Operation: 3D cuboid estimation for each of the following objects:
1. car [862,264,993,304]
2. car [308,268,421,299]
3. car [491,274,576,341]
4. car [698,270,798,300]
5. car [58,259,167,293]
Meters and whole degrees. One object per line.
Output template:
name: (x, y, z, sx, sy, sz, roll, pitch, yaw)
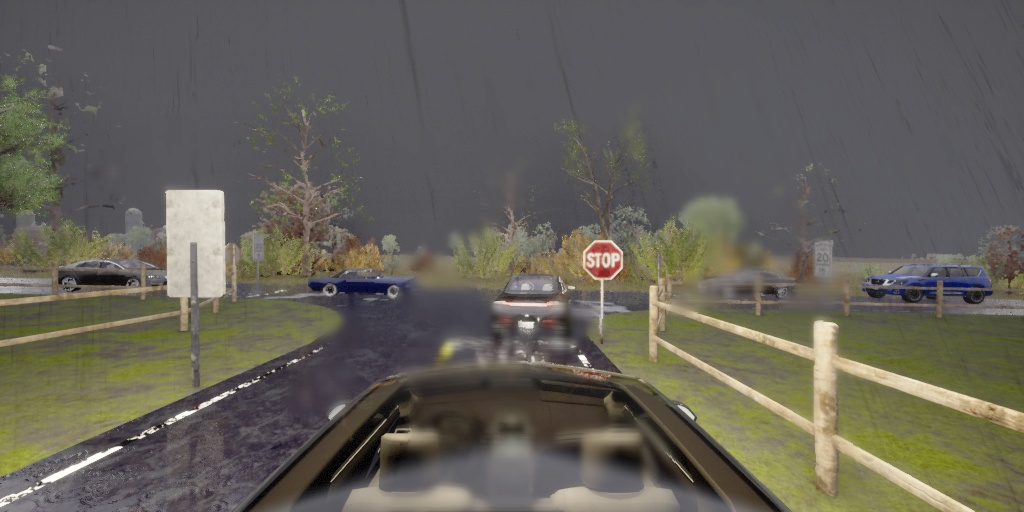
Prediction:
car: (22.907, 1.467, 19.873, 5.566, 2.045, 2.150, 1, 1, 0)
car: (-6.815, 1.249, 16.969, 4.718, 1.301, 1.895, 1, 1, 0)
car: (0.710, 1.240, 9.934, 2.128, 1.511, 4.902, 0, 0, 9)
car: (13.012, 1.526, 19.888, 4.902, 1.511, 2.128, 1, 1, 0)
car: (-18.483, 0.886, 16.990, 4.902, 1.511, 2.128, 1, 1, 0)
